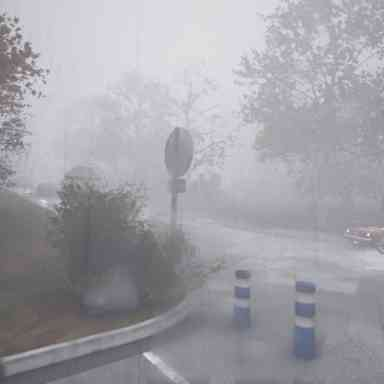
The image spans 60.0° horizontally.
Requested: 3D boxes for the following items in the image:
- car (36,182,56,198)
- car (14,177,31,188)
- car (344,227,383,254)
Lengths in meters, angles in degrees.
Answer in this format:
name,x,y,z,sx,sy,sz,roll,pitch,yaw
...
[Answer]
name,x,y,z,sx,sy,sz,roll,pitch,yaw
car,-14.659,-0.194,34.129,1.837,1.490,4.892,3,2,-35
car,-25.407,-1.451,49.900,2.128,1.511,4.902,3,3,-35
car,8.913,1.806,13.760,4.718,1.301,1.895,2,-1,-4
